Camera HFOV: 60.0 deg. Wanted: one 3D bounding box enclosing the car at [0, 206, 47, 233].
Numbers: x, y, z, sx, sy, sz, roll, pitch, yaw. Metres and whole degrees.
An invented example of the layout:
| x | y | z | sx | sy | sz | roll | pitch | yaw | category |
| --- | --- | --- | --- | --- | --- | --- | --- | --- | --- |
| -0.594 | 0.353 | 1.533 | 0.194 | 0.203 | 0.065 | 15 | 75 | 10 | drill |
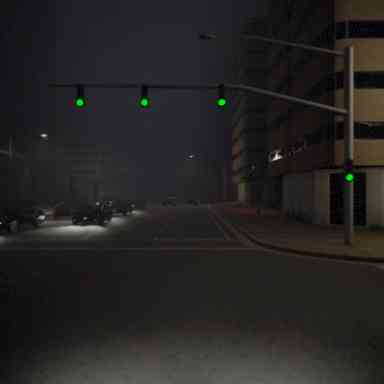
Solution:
| x | y | z | sx | sy | sz | roll | pitch | yaw | category |
| --- | --- | --- | --- | --- | --- | --- | --- | --- | --- |
| -10.588 | 1.534 | 19.792 | 2.033 | 1.411 | 5.357 | 0 | 0 | 0 | car |

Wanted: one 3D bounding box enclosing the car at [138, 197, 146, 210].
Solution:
| x | y | z | sx | sy | sz | roll | pitch | yaw | category |
| --- | --- | --- | --- | --- | --- | --- | --- | --- | --- |
| -7.057 | 1.461 | 42.857 | 2.128 | 1.511 | 4.902 | 0 | 0 | 0 | car |

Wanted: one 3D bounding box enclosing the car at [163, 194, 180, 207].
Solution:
| x | y | z | sx | sy | sz | roll | pitch | yaw | category |
| --- | --- | --- | --- | --- | --- | --- | --- | --- | --- |
| -3.499 | 1.455 | 51.649 | 2.128 | 1.511 | 4.902 | 0 | 0 | 0 | car |

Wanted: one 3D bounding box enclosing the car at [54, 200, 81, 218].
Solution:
| x | y | z | sx | sy | sz | roll | pitch | yaw | category |
| --- | --- | --- | --- | --- | --- | --- | --- | --- | --- |
| -10.580 | 1.457 | 29.616 | 1.882 | 1.535 | 5.008 | 0 | 0 | 0 | car |

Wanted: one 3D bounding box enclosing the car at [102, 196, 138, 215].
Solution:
| x | y | z | sx | sy | sz | roll | pitch | yaw | category |
| --- | --- | --- | --- | --- | --- | --- | --- | --- | --- |
| -7.066 | 1.469 | 32.826 | 2.128 | 1.511 | 4.902 | 0 | 0 | 0 | car |

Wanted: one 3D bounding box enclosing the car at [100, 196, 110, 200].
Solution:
| x | y | z | sx | sy | sz | roll | pitch | yaw | category |
| --- | --- | --- | --- | --- | --- | --- | --- | --- | --- |
| -10.552 | 1.323 | 42.242 | 2.097 | 1.767 | 4.553 | 0 | 0 | 0 | car |

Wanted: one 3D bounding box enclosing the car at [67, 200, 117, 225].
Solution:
| x | y | z | sx | sy | sz | roll | pitch | yaw | category |
| --- | --- | --- | --- | --- | --- | --- | --- | --- | --- |
| -7.076 | 1.547 | 24.025 | 1.994 | 1.385 | 4.181 | 0 | 0 | 0 | car |

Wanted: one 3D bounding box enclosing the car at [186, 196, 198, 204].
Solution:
| x | y | z | sx | sy | sz | roll | pitch | yaw | category |
| --- | --- | --- | --- | --- | --- | --- | --- | --- | --- |
| 0.002 | 1.520 | 61.328 | 1.994 | 1.385 | 4.181 | 0 | 0 | 0 | car |

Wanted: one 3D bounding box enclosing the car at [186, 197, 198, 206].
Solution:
| x | y | z | sx | sy | sz | roll | pitch | yaw | category |
| --- | --- | --- | --- | --- | --- | --- | --- | --- | --- |
| 0.001 | 1.526 | 53.030 | 1.994 | 1.385 | 4.181 | 0 | 0 | 0 | car |
